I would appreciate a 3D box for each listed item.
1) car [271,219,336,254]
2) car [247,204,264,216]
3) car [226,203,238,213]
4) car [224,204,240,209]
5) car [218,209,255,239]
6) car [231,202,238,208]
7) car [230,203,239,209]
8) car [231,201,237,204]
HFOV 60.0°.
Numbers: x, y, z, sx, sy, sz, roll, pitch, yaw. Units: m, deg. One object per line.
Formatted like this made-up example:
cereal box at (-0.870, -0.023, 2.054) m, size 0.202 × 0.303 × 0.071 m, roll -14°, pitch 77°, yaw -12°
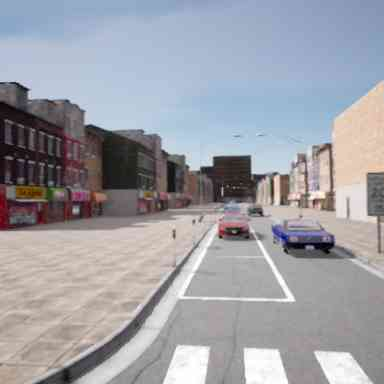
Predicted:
car at (4.686, 1.845, 14.731) m, size 1.895 × 1.301 × 4.718 m, roll -1°, pitch -1°, yaw 6°
car at (8.062, 2.293, 42.219) m, size 1.837 × 1.490 × 4.892 m, roll -1°, pitch -1°, yaw 8°
car at (6.401, 2.588, 53.638) m, size 1.812 × 1.442 × 4.674 m, roll -1°, pitch -1°, yaw 7°
car at (4.568, 2.254, 36.021) m, size 1.947 × 1.339 × 4.313 m, roll 0°, pitch -1°, yaw 7°
car at (2.500, 1.913, 19.674) m, size 1.887 × 1.381 × 4.507 m, roll 0°, pitch -1°, yaw 7°
car at (10.751, 3.300, 84.896) m, size 1.752 × 1.417 × 4.829 m, roll 0°, pitch -1°, yaw 7°
car at (9.393, 3.066, 74.166) m, size 1.887 × 1.381 × 4.507 m, roll 0°, pitch -1°, yaw 7°
car at (5.530, 2.391, 46.694) m, size 1.882 × 1.535 × 5.008 m, roll -1°, pitch -1°, yaw 7°
